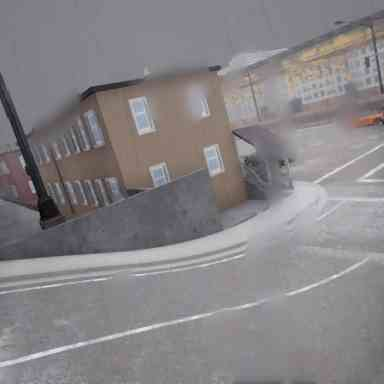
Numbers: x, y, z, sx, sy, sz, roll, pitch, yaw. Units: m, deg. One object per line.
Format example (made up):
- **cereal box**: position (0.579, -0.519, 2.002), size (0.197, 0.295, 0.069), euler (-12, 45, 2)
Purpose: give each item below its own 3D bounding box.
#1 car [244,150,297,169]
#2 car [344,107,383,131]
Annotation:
- **car**: position (6.405, -2.813, 27.789), size (1.837, 1.490, 4.892), euler (-23, 13, -32)
- **car**: position (18.059, -7.635, 34.397), size (2.097, 1.767, 4.553), euler (-23, 13, -32)
